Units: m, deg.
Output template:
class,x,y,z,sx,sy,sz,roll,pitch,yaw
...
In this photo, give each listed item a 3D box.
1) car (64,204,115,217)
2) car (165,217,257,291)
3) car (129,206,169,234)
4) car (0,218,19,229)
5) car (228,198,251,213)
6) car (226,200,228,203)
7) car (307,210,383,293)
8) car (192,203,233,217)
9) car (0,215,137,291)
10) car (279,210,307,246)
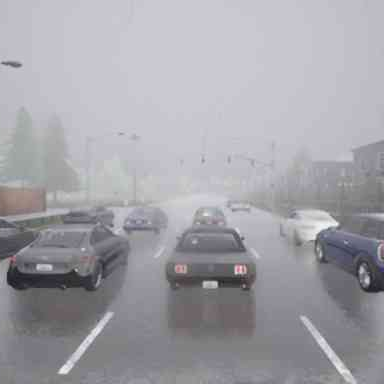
class,x,y,z,sx,sy,sz,roll,pitch,yaw
car,-5.979,1.489,19.837,1.837,1.490,4.892,0,0,3
car,0.489,1.594,8.973,1.895,1.301,4.718,0,0,3
car,-2.516,1.532,19.021,2.033,1.411,5.357,0,0,3
car,-6.452,1.518,10.381,1.812,1.442,4.674,0,0,3
car,5.333,1.571,36.982,1.895,1.301,4.718,0,0,3
car,5.780,1.510,46.869,2.033,1.411,5.357,0,0,3
car,4.944,1.344,8.977,2.097,1.767,4.553,0,0,3
car,0.965,1.532,18.552,2.033,1.411,5.357,0,0,3
car,-3.015,1.557,9.027,1.994,1.385,4.181,0,0,3
car,5.245,1.513,14.999,1.812,1.442,4.674,0,0,3
